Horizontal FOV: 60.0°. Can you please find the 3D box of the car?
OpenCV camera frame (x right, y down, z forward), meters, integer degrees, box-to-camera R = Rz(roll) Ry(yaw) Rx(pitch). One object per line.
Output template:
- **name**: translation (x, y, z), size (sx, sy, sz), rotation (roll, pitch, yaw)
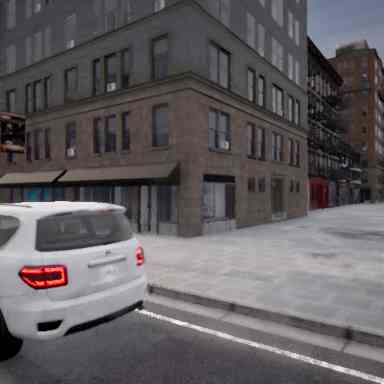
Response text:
- **car**: translation (-3.311, 1.211, 6.049), size (5.566, 2.045, 2.150), rotation (-1, -1, 35)
